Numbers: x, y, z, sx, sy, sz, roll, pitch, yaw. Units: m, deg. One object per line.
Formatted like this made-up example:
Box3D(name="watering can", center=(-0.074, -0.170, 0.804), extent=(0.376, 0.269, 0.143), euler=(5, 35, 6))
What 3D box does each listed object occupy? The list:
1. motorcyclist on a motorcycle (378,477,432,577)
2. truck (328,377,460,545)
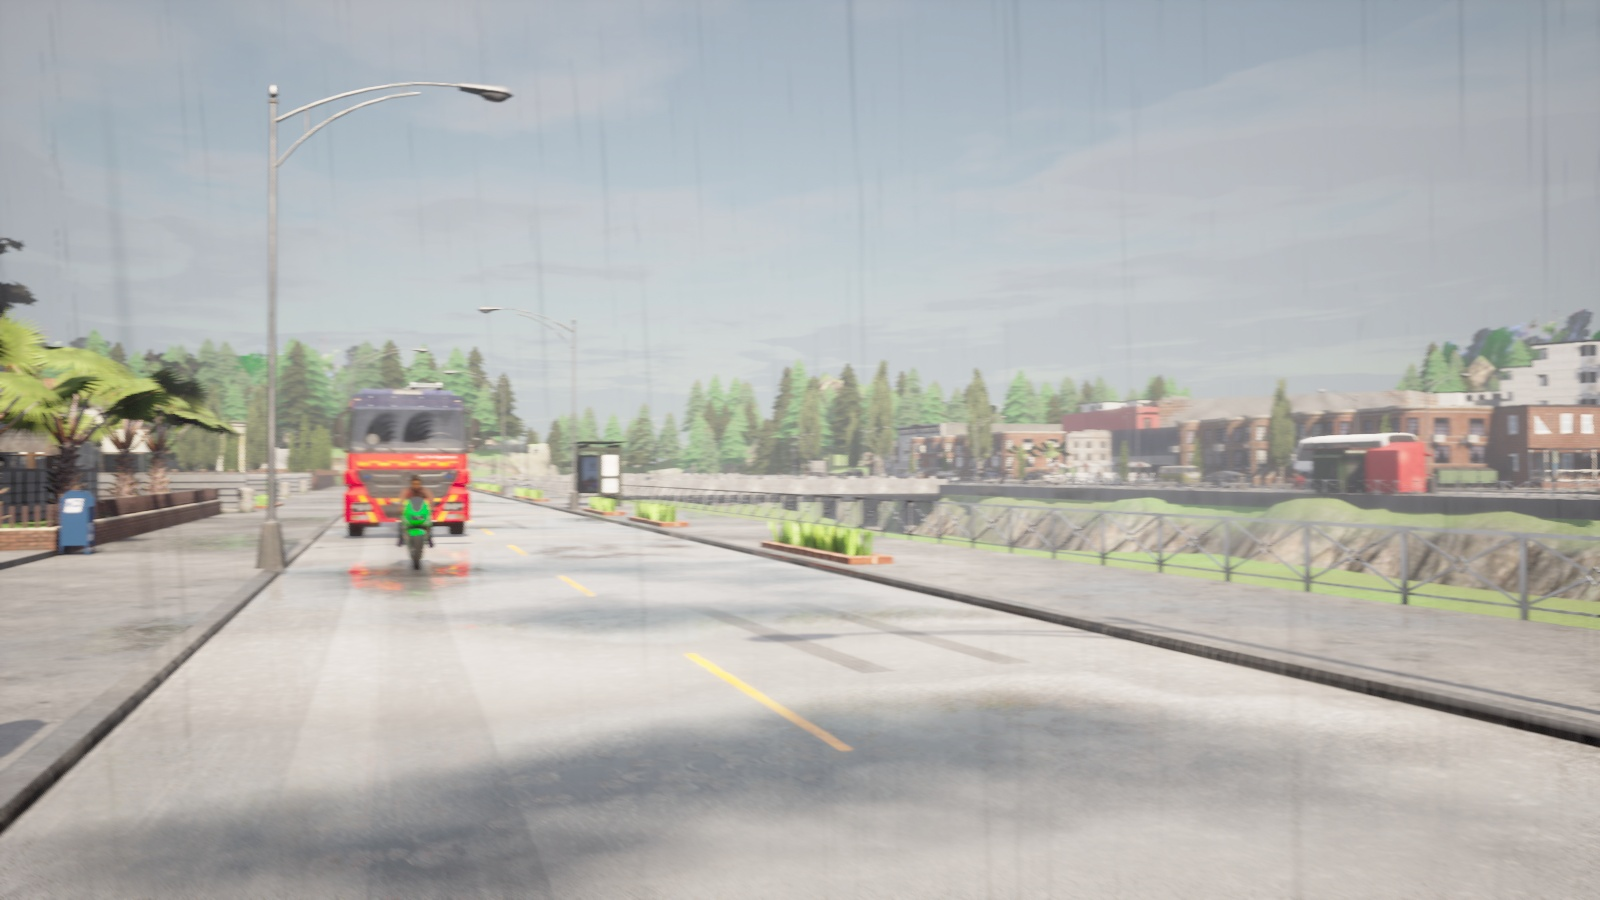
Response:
Box3D(name="motorcyclist on a motorcycle", center=(-6.486, 1.217, 20.554), extent=(0.797, 1.523, 2.044), euler=(0, -1, -19))
Box3D(name="truck", center=(-10.732, 0.329, 33.100), extent=(2.891, 3.827, 8.468), euler=(0, -1, -19))
